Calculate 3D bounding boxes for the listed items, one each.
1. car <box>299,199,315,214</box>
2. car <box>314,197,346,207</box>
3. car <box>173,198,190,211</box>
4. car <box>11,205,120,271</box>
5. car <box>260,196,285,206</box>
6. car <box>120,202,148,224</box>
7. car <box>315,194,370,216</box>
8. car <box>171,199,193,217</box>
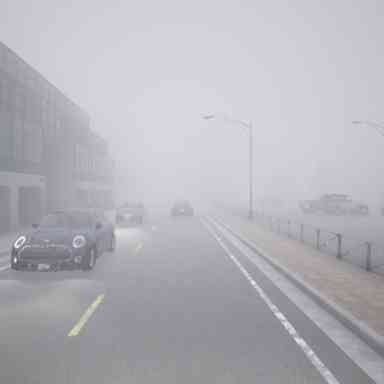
[{"bbox_3d":[12.710,1.118,31.899,4.605,1.855,1.932,0,0,-2],"label":"car"},{"bbox_3d":[19.725,1.407,47.754,3.806,1.475,1.970,0,0,-2],"label":"car"},{"bbox_3d":[-1.334,1.554,42.852,2.033,1.411,5.357,0,0,-2],"label":"car"},{"bbox_3d":[-3.930,1.354,10.895,2.097,1.767,4.553,0,0,-2],"label":"car"},{"bbox_3d":[12.206,1.397,50.476,3.633,1.501,1.845,0,0,-2],"label":"car"},{"bbox_3d":[-4.382,1.496,24.487,2.128,1.511,4.902,0,0,-2],"label":"car"},{"bbox_3d":[13.223,1.097,29.010,3.866,1.878,1.905,0,0,-2],"label":"car"},{"bbox_3d":[-0.914,1.569,30.887,1.994,1.385,4.181,0,0,-2],"label":"car"}]
